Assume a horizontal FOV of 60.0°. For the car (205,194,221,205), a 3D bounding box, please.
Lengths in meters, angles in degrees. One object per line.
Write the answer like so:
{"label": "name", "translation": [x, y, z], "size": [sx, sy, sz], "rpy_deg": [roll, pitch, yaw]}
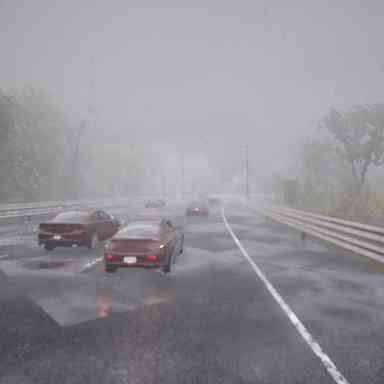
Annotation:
{"label": "car", "translation": [3.933, 1.444, 57.831], "size": [1.882, 1.535, 5.008], "rpy_deg": [0, 0, 8]}

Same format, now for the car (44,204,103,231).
{"label": "car", "translation": [-7.435, 1.539, 21.305], "size": [1.994, 1.385, 4.181], "rpy_deg": [0, 0, 5]}

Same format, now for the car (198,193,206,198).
{"label": "car", "translation": [3.287, 1.490, 76.611], "size": [2.128, 1.511, 4.902], "rpy_deg": [0, 0, 10]}

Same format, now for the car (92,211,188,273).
{"label": "car", "translation": [-1.347, 1.515, 10.536], "size": [1.812, 1.442, 4.674], "rpy_deg": [0, 0, 5]}

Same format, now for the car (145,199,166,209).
{"label": "car", "translation": [-4.875, 1.564, 44.967], "size": [1.895, 1.301, 4.718], "rpy_deg": [0, 0, 7]}

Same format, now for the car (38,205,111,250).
{"label": "car", "translation": [-4.557, 1.461, 14.247], "size": [1.882, 1.535, 5.008], "rpy_deg": [0, 0, 5]}

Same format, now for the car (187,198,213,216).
{"label": "car", "translation": [0.649, 1.538, 31.673], "size": [1.994, 1.385, 4.181], "rpy_deg": [0, 0, 6]}
